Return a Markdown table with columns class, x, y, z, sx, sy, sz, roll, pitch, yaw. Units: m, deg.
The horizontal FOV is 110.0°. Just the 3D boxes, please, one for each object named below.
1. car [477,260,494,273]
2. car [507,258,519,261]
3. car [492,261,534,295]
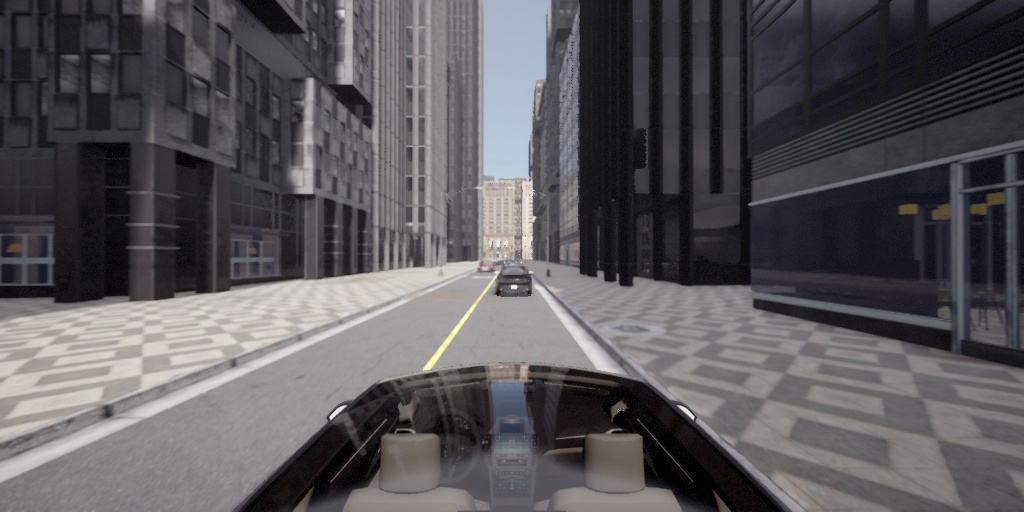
| class | x | y | z | sx | sy | sz | roll | pitch | yaw |
| --- | --- | --- | --- | --- | --- | --- | --- | --- | --- |
| car | -2.988 | 1.196 | 42.451 | 1.812 | 1.442 | 4.674 | 0 | 0 | 0 |
| car | 0.112 | 1.007 | 40.437 | 2.097 | 1.767 | 4.553 | 0 | 0 | 0 |
| car | 0.105 | 1.220 | 19.601 | 1.837 | 1.490 | 4.892 | 0 | 0 | 0 |
